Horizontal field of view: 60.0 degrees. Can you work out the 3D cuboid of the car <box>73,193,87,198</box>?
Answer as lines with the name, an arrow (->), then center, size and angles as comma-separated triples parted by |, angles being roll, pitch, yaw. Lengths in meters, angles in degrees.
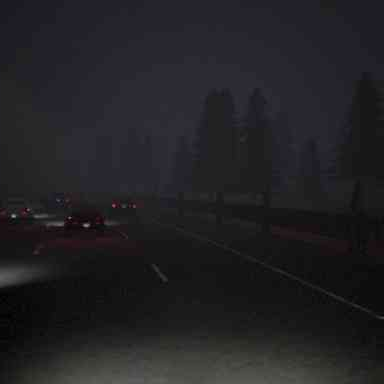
car -> -14.371, 0.854, 40.790 | 1.882, 1.535, 5.008 | 2, 0, -34

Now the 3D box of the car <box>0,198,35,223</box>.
car -> -10.904, 1.081, 20.720 | 1.812, 1.442, 4.674 | 2, 0, -24

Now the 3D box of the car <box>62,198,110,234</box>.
car -> -5.573, 1.280, 17.132 | 1.812, 1.442, 4.674 | 2, 0, -21

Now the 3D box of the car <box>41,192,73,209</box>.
car -> -13.816, 0.769, 33.544 | 2.097, 1.767, 4.553 | 2, 0, -31

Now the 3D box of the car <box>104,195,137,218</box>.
car -> -5.917, 1.067, 26.495 | 2.097, 1.767, 4.553 | 2, 0, -26
